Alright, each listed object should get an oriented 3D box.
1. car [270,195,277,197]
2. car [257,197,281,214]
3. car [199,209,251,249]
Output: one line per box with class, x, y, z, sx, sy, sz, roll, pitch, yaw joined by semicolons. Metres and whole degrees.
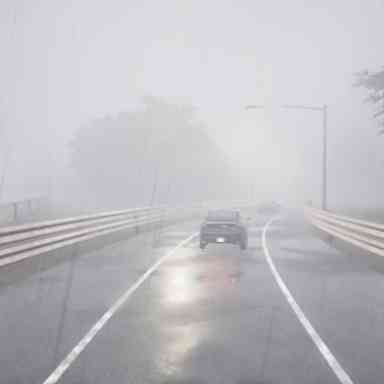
car;21.892;1.519;89.190;2.033;1.411;5.357;0;0;3
car;8.400;1.573;36.151;2.033;1.411;5.357;0;0;23
car;1.501;1.512;14.626;1.837;1.490;4.892;0;0;11
